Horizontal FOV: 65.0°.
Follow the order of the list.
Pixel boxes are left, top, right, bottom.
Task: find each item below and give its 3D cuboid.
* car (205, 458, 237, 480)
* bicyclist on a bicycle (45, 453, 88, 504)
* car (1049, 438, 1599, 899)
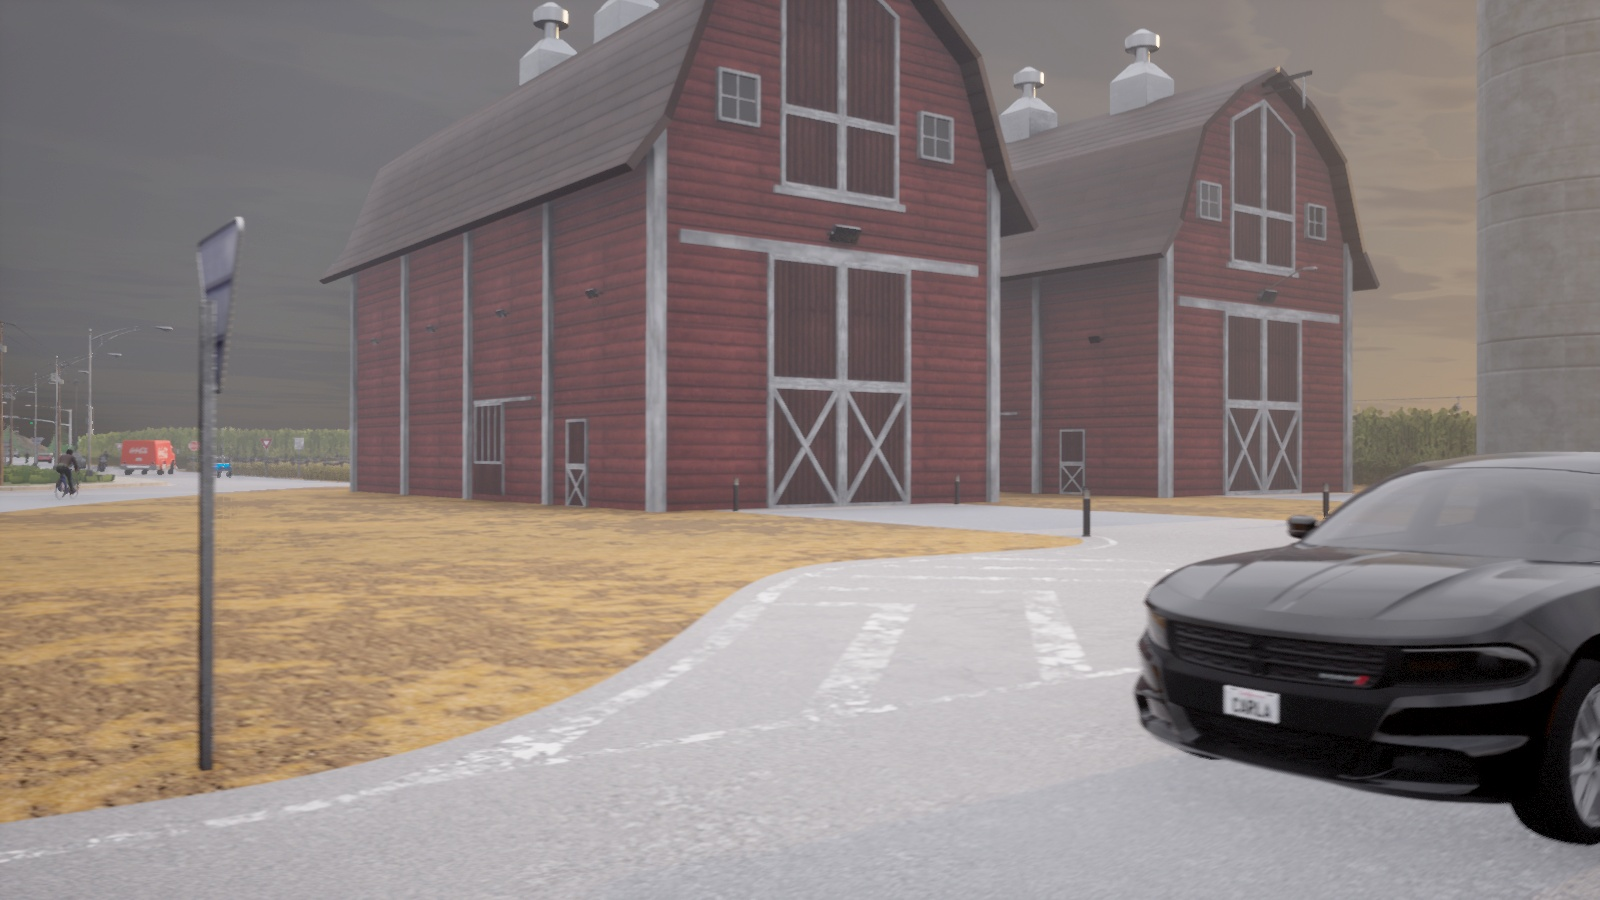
[{"bbox_3d":[-37.930,1.239,82.298,1.481,1.376,2.207,0,0,-36],"label":"car"},{"bbox_3d":[-23.633,0.901,40.479,0.582,1.620,1.656,0,-1,-7],"label":"bicyclist on a bicycle"},{"bbox_3d":[3.712,0.731,6.383,5.008,1.535,1.882,0,0,-36],"label":"car"}]
